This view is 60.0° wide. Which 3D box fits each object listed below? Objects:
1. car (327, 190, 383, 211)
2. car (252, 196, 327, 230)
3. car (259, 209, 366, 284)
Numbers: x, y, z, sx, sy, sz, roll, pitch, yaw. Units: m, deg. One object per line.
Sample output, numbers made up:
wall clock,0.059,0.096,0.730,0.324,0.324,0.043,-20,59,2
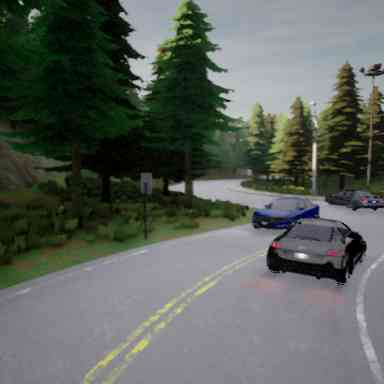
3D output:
car,12.117,0.534,25.107,2.033,1.411,5.357,0,4,-6
car,4.806,1.031,16.657,1.882,1.535,5.008,4,4,39
car,3.722,1.460,9.621,1.994,1.385,4.181,3,3,33
